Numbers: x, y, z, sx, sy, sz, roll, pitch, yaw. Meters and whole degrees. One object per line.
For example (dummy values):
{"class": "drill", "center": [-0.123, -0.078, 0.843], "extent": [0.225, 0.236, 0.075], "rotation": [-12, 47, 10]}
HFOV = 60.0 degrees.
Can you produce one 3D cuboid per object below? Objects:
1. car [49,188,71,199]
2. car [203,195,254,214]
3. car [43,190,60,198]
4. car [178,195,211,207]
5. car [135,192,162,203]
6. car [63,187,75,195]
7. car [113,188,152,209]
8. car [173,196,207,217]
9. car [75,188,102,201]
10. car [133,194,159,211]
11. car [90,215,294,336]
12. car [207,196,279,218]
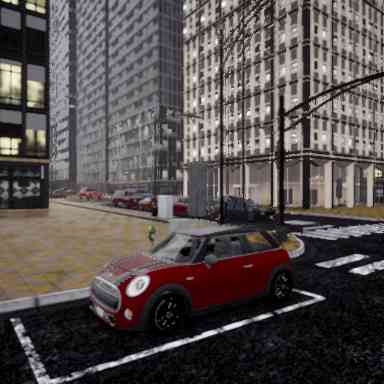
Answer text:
{"class": "car", "center": [-22.802, 0.445, 57.190], "extent": [1.887, 1.381, 4.507], "rotation": [1, 0, -36]}
{"class": "car", "center": [3.254, 1.112, 30.730], "extent": [1.837, 1.490, 4.892], "rotation": [0, 1, -35]}
{"class": "car", "center": [-26.048, 0.343, 61.721], "extent": [2.008, 1.369, 4.403], "rotation": [1, 0, -36]}
{"class": "car", "center": [0.206, 1.019, 39.467], "extent": [1.802, 1.307, 4.206], "rotation": [1, 0, -36]}
{"class": "car", "center": [-6.387, 0.744, 48.671], "extent": [1.752, 1.417, 4.829], "rotation": [1, 0, -36]}
{"class": "car", "center": [-29.024, 0.015, 80.261], "extent": [1.887, 1.381, 4.507], "rotation": [1, 0, -36]}
{"class": "car", "center": [-6.562, 0.752, 34.535], "extent": [2.192, 1.841, 5.009], "rotation": [1, 0, -36]}
{"class": "car", "center": [-0.072, 1.092, 25.473], "extent": [1.967, 1.590, 4.097], "rotation": [1, 0, -36]}
{"class": "car", "center": [-15.976, 0.329, 52.259], "extent": [2.150, 2.045, 5.566], "rotation": [0, 1, -36]}
{"class": "car", "center": [-3.323, 1.126, 30.004], "extent": [1.802, 1.307, 4.206], "rotation": [1, 0, -36]}
{"class": "car", "center": [0.115, 1.446, 6.641], "extent": [4.097, 1.590, 1.967], "rotation": [0, 0, -35]}
{"class": "car", "center": [3.791, 1.258, 24.501], "extent": [2.033, 1.411, 5.357], "rotation": [0, 1, -36]}
